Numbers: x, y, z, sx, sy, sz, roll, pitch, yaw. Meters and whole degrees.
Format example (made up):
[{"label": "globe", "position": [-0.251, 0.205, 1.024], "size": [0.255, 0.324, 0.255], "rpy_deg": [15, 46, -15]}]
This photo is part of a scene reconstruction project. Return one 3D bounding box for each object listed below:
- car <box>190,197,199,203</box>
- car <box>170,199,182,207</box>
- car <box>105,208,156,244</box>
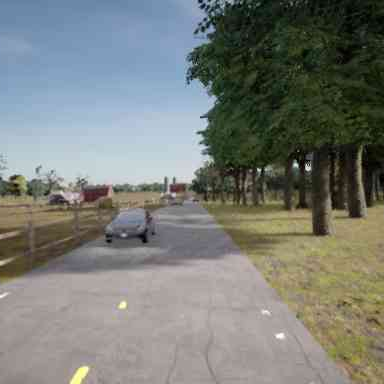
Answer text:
[{"label": "car", "position": [0.984, 2.330, 92.442], "size": [1.837, 1.490, 4.892], "rpy_deg": [0, -1, 0]}, {"label": "car", "position": [-2.779, 1.835, 58.375], "size": [1.994, 1.385, 4.181], "rpy_deg": [0, -1, 1]}, {"label": "car", "position": [-2.846, 1.549, 16.217], "size": [1.812, 1.442, 4.674], "rpy_deg": [0, 0, 0]}]
